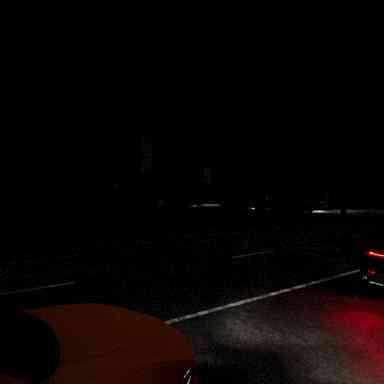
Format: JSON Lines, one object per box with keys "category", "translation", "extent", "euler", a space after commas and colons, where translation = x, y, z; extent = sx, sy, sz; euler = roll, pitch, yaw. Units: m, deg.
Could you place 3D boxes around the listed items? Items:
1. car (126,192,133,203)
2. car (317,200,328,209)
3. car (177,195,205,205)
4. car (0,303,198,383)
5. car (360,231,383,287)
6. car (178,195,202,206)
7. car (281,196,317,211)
{"category": "car", "translation": [-10.564, 1.045, 63.624], "extent": [2.150, 2.045, 5.566], "euler": [-1, 0, -39]}
{"category": "car", "translation": [13.429, 1.234, 39.150], "extent": [1.882, 1.535, 5.008], "euler": [-1, 0, -39]}
{"category": "car", "translation": [-0.226, 1.258, 56.189], "extent": [2.128, 1.511, 4.902], "euler": [-1, 0, -39]}
{"category": "car", "translation": [-2.225, 1.478, 2.141], "extent": [5.008, 1.535, 1.882], "euler": [0, 0, -36]}
{"category": "car", "translation": [5.930, 1.468, 7.976], "extent": [4.892, 1.490, 1.837], "euler": [0, 0, -35]}
{"category": "car", "translation": [-0.541, 1.298, 50.977], "extent": [1.837, 1.490, 4.892], "euler": [-1, 1, -39]}
{"category": "car", "translation": [11.019, 1.350, 36.564], "extent": [1.994, 1.385, 4.181], "euler": [-1, 0, -39]}
